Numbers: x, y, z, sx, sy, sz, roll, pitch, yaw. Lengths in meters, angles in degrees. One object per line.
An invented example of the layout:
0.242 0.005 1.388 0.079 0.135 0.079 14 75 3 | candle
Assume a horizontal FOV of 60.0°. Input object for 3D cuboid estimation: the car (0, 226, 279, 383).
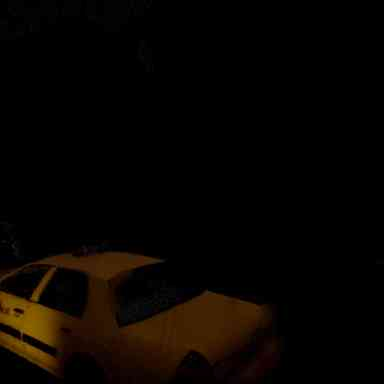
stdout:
-1.574 1.473 4.654 5.366 1.575 1.946 0 0 35 | car
